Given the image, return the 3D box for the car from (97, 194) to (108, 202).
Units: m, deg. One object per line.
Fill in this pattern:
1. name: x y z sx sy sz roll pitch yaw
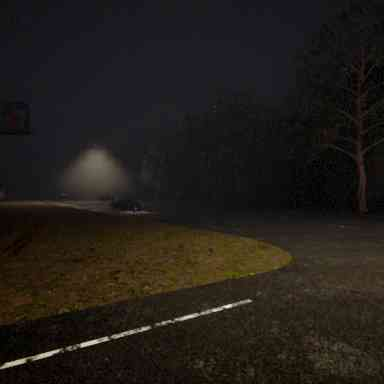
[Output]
1. car: -16.309 1.150 62.258 1.812 1.442 4.674 0 0 -34

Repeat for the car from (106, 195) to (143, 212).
1. car: -7.299 1.338 36.632 2.033 1.411 5.357 0 0 -34
